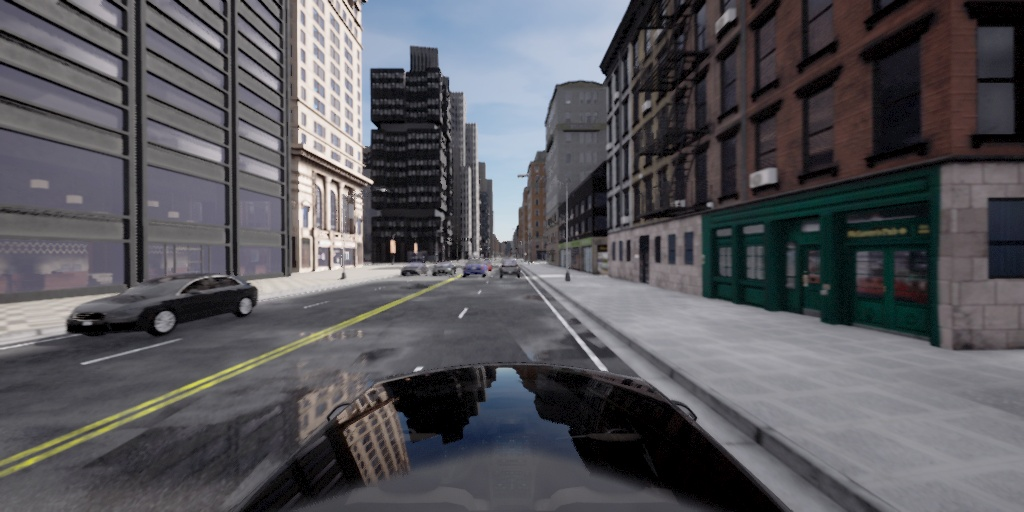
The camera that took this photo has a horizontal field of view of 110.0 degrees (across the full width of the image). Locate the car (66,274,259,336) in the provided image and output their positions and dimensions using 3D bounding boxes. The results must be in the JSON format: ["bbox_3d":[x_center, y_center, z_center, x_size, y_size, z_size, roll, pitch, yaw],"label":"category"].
[{"bbox_3d":[-9.917,1.321,10.783,1.837,1.490,4.892,0,0,0],"label":"car"}]

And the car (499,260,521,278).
[{"bbox_3d":[-0.201,1.215,33.215,2.128,1.511,4.902,0,0,-1],"label":"car"}]

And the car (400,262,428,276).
[{"bbox_3d":[-10.109,1.339,37.727,2.033,1.411,5.357,0,0,0],"label":"car"}]

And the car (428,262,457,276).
[{"bbox_3d":[-6.863,1.333,36.764,1.994,1.385,4.181,0,0,0],"label":"car"}]

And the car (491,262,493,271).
[{"bbox_3d":[-3.602,1.299,47.858,1.994,1.385,4.181,0,0,-1],"label":"car"}]

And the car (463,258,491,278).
[{"bbox_3d":[-3.467,1.098,34.543,2.097,1.767,4.553,0,0,-1],"label":"car"}]
